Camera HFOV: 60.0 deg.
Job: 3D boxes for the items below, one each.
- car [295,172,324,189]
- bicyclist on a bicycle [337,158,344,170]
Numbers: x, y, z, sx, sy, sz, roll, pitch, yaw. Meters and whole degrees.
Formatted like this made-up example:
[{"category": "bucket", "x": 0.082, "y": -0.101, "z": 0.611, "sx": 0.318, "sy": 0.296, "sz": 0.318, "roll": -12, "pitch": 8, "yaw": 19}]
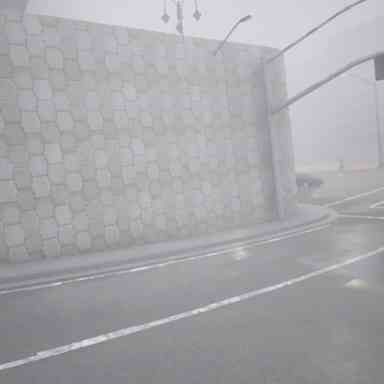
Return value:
[{"category": "car", "x": 9.872, "y": -1.108, "z": 31.103, "sx": 1.837, "sy": 1.490, "sz": 4.892, "roll": -11, "pitch": 7, "yaw": -35}, {"category": "bicyclist on a bicycle", "x": 20.064, "y": -3.814, "z": 44.850, "sx": 1.656, "sy": 1.620, "sz": 0.582, "roll": -11, "pitch": 6, "yaw": -35}]
